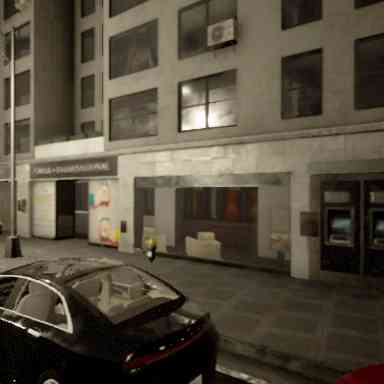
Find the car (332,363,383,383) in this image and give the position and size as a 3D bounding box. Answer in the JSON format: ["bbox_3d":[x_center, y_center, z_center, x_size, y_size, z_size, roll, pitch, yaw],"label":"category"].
[{"bbox_3d":[2.734,1.545,1.128,4.507,1.381,1.887,0,0,36],"label":"car"}]

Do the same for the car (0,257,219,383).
[{"bbox_3d":[-1.764,1.549,4.337,4.403,1.369,2.008,0,0,36],"label":"car"}]
